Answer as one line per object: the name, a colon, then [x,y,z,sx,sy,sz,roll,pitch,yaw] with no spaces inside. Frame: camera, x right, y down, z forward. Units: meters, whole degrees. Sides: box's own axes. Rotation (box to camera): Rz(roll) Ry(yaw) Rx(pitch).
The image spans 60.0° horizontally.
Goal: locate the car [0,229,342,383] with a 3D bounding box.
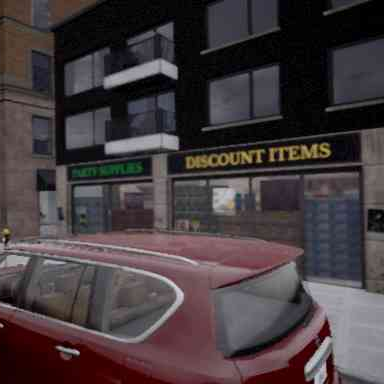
car: [-1.081,1.354,3.628,5.009,1.841,2.192,-1,-1,35]
